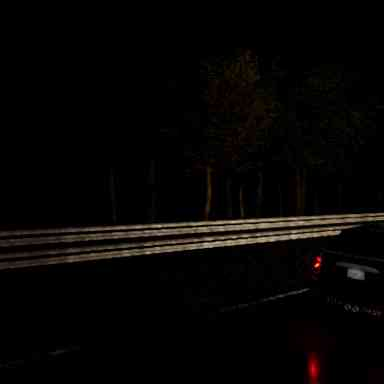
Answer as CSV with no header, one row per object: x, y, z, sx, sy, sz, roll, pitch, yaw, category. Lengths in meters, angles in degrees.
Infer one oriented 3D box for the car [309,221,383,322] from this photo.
4.512,1.432,6.811,4.553,1.767,2.097,1,0,-35,car
